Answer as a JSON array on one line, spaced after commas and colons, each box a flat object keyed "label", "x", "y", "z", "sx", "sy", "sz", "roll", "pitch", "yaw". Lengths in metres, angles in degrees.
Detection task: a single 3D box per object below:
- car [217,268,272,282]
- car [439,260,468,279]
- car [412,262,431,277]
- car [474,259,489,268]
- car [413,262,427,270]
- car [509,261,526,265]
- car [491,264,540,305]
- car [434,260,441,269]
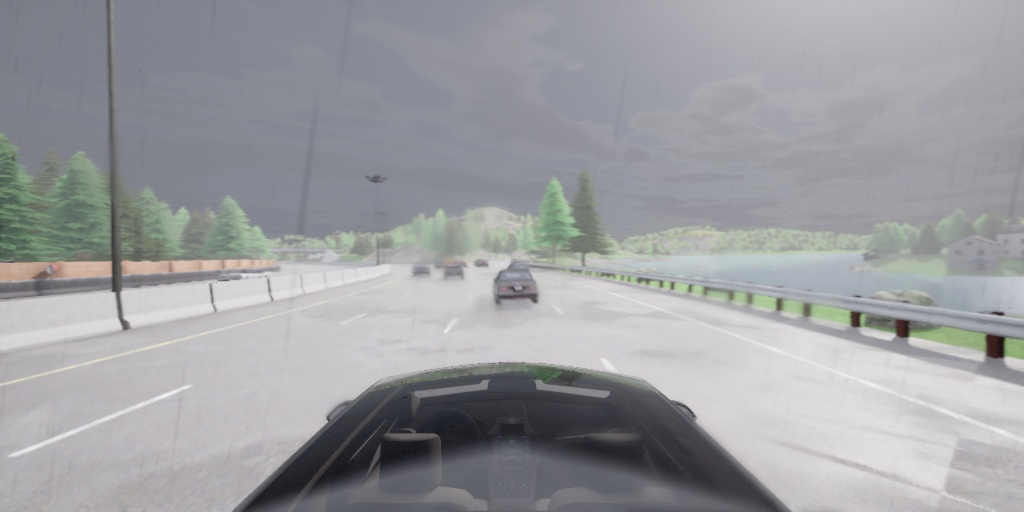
[{"label": "car", "x": -22.694, "y": 1.703, "z": 30.605, "sx": 1.895, "sy": 1.301, "sz": 4.718, "roll": -1, "pitch": 0, "yaw": -9}, {"label": "car", "x": -5.501, "y": 1.358, "z": 34.020, "sx": 2.128, "sy": 1.511, "sz": 4.902, "roll": -1, "pitch": 0, "yaw": -9}, {"label": "car", "x": -10.055, "y": 1.578, "z": 40.153, "sx": 1.895, "sy": 1.301, "sz": 4.718, "roll": -1, "pitch": 0, "yaw": -12}, {"label": "car", "x": -5.552, "y": 1.352, "z": 64.342, "sx": 1.837, "sy": 1.490, "sz": 4.892, "roll": -1, "pitch": 0, "yaw": -19}, {"label": "car", "x": -16.227, "y": 1.719, "z": 62.838, "sx": 1.895, "sy": 1.301, "sz": 4.718, "roll": -1, "pitch": 0, "yaw": -19}, {"label": "car", "x": 0.715, "y": 1.270, "z": 39.772, "sx": 1.994, "sy": 1.385, "sz": 4.181, "roll": -1, "pitch": 0, "yaw": -10}, {"label": "car", "x": 0.079, "y": 1.286, "z": 16.242, "sx": 2.033, "sy": 1.411, "sz": 5.357, "roll": -1, "pitch": 0, "yaw": -4}, {"label": "car", "x": -12.785, "y": 1.522, "z": 63.729, "sx": 2.128, "sy": 1.511, "sz": 4.902, "roll": -1, "pitch": 0, "yaw": -19}]
